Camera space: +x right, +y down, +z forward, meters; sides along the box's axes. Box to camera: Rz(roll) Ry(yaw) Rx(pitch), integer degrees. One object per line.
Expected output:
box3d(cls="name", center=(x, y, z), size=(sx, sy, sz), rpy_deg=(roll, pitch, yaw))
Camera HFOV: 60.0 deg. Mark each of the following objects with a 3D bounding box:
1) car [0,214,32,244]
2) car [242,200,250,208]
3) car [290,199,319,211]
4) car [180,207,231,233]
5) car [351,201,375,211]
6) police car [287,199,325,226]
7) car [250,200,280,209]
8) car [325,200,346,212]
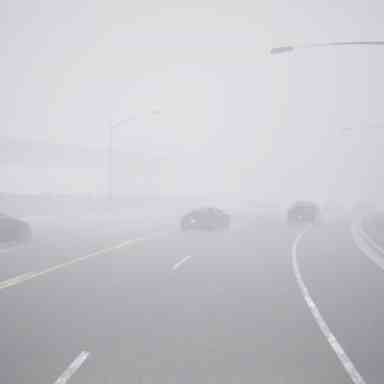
box3d(cls="car", center=(-8.525, 1.539, 13.352), size=(1.994, 1.385, 4.181), rpy_deg=(0, 0, 16))
box3d(cls="car", center=(9.785, 1.962, 53.664), size=(1.994, 1.385, 4.181), rpy_deg=(-1, -2, 41))
box3d(cls="car", center=(14.774, 1.686, 43.417), size=(1.882, 1.535, 5.008), rpy_deg=(-2, -2, 39))
box3d(cls="car", center=(0.933, 1.597, 20.247), size=(1.994, 1.385, 4.181), rpy_deg=(0, 0, 25))
box3d(cls="car", center=(26.030, 2.090, 50.496), size=(5.357, 1.411, 2.033), rpy_deg=(3, -3, -43))
box3d(cls="police car", center=(8.303, 1.482, 24.476), size=(1.930, 1.638, 5.238), rpy_deg=(0, 0, 27))
box3d(cls="car", center=(11.319, 1.878, 50.152), size=(2.033, 1.411, 5.357), rpy_deg=(-1, -2, 40))
box3d(cls="car", center=(17.446, 1.713, 41.023), size=(1.812, 1.442, 4.674), rpy_deg=(-1, -1, 39))
